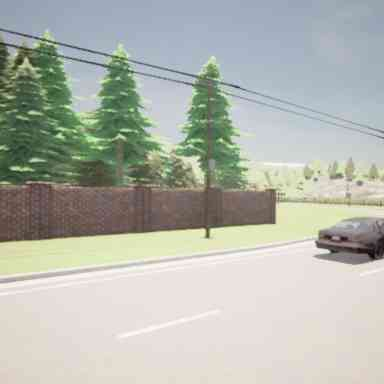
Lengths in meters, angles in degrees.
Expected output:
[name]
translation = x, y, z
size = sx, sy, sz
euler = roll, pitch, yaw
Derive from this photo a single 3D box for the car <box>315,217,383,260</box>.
[car]
translation = 7.074, 1.688, 13.092
size = 5.357, 1.411, 2.033
euler = 1, 0, -36
